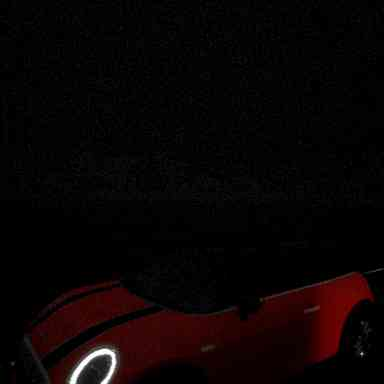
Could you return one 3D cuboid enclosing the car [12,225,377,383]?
[{"bbox_3d":[0.324,1.377,4.222,4.553,1.767,2.097,1,0,-35],"label":"car"}]
